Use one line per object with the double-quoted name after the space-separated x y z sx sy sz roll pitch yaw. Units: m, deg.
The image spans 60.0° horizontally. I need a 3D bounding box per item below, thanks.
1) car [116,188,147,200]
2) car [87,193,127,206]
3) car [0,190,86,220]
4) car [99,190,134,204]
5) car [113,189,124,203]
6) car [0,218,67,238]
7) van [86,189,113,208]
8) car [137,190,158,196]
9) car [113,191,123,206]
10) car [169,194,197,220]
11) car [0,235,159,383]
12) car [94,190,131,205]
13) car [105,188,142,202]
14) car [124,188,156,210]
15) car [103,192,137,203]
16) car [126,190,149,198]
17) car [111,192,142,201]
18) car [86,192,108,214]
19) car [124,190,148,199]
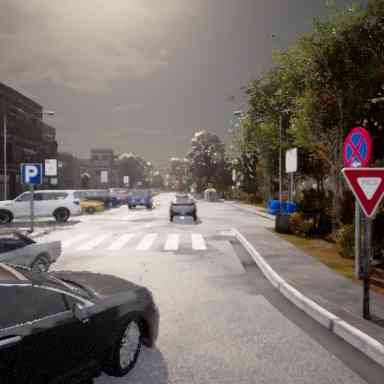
-11.556 0.374 63.529 5.566 2.045 2.435 -1 0 -22 "car"
-10.833 0.923 42.506 4.674 1.452 2.002 -1 1 -22 "car"
-10.064 0.914 21.469 5.566 2.045 2.435 -1 1 -22 "car"
-11.013 0.679 48.511 4.553 1.767 2.185 -1 1 -22 "car"
-10.758 0.798 39.496 4.553 1.767 2.185 -1 1 -22 "car"
-4.742 1.483 6.770 1.895 1.301 4.718 0 1 10 "car"
-10.614 0.780 33.448 4.442 1.987 1.878 -1 1 -22 "van"
-12.507 0.316 93.570 5.366 1.575 1.946 -1 0 -22 "car"
-10.607 0.963 36.499 5.008 1.535 2.097 -1 1 -22 "car"
-0.656 1.140 24.201 2.128 1.511 4.902 0 1 -2 "car"
-2.344 1.458 3.341 1.837 1.490 4.892 4 2 35 "car"
-10.907 0.718 45.512 4.553 1.767 2.185 -1 1 -22 "car"
-11.231 0.479 54.519 5.566 2.045 2.435 -1 1 -22 "car"
-5.248 0.731 34.384 2.150 2.045 5.566 0 1 -2 "car"
-11.124 0.797 51.524 4.792 1.488 2.163 -1 1 -22 "car"
-11.915 0.403 72.499 4.553 1.767 2.185 -1 0 -22 "car"
-11.329 0.724 57.522 4.792 1.488 2.163 -1 0 -22 "car"
-10.104 1.078 27.568 5.366 1.575 1.946 -1 1 -22 "car"
-11.808 0.434 69.500 4.553 1.767 2.185 -1 0 -22 "car"
